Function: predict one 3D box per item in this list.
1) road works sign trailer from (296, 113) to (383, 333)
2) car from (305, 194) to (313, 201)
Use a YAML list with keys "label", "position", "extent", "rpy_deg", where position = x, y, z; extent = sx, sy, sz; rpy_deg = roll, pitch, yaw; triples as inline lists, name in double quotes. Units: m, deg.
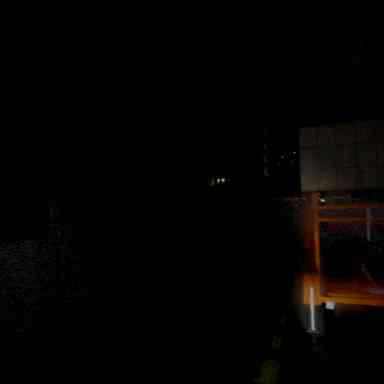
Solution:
- label: "road works sign trailer"
  position: [3.285, 0.379, 6.233]
  extent: [2.380, 3.560, 2.880]
  rpy_deg: [-3, -1, 21]
- label: "car"
  position: [26.763, 1.171, 75.067]
  extent: [1.812, 1.442, 4.674]
  rpy_deg: [-3, -1, 21]
